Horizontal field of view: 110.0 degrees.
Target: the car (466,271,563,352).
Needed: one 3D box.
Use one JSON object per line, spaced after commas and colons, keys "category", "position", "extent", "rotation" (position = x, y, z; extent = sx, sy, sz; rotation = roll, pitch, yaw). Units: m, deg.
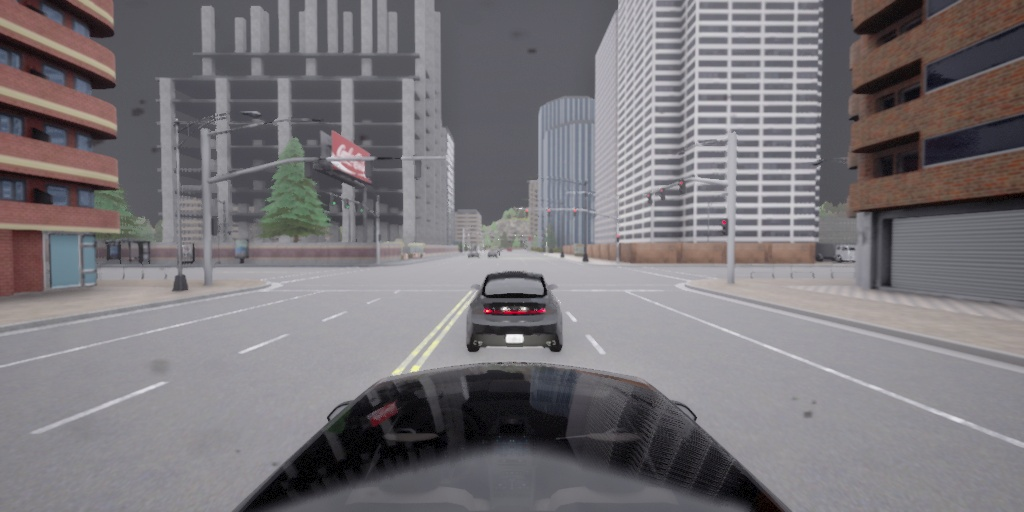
{"category": "car", "position": [0.058, 1.092, 8.433], "extent": [1.837, 1.490, 4.892], "rotation": [0, 1, 0]}
